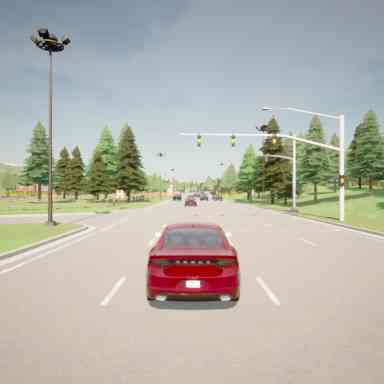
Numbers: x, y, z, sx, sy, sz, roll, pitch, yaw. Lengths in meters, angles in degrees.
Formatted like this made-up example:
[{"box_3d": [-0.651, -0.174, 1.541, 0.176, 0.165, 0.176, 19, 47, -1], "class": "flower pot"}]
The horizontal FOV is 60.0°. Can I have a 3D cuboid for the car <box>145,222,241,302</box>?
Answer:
[{"box_3d": [0.031, 1.478, 8.365, 1.882, 1.535, 5.008, 0, 0, 0], "class": "car"}]

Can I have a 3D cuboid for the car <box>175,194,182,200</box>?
[{"box_3d": [-3.858, 1.310, 93.986, 1.882, 1.535, 5.008, 0, 0, 0], "class": "car"}]

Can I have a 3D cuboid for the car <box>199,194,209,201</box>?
[{"box_3d": [3.180, 1.517, 84.010, 1.812, 1.442, 4.674, 0, 0, 0], "class": "car"}]

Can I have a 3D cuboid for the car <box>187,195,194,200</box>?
[{"box_3d": [-0.358, 1.428, 94.030, 1.895, 1.301, 4.718, 0, 0, 0], "class": "car"}]

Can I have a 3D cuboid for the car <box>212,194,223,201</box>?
[{"box_3d": [6.682, 1.517, 83.607, 2.128, 1.511, 4.902, 0, 0, 0], "class": "car"}]

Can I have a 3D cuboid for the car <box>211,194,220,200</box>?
[{"box_3d": [6.642, 1.372, 94.026, 2.033, 1.411, 5.357, 0, 0, 0], "class": "car"}]

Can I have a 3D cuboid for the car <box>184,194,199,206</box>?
[{"box_3d": [-0.201, 1.526, 52.967, 1.812, 1.442, 4.674, 0, 0, 0], "class": "car"}]

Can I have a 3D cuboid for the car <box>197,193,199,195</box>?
[{"box_3d": [3.142, 1.358, 94.013, 2.128, 1.511, 4.902, 0, 0, 0], "class": "car"}]

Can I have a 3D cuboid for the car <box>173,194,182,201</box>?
[{"box_3d": [-3.818, 1.469, 83.566, 1.882, 1.535, 5.008, 0, 0, 0], "class": "car"}]
